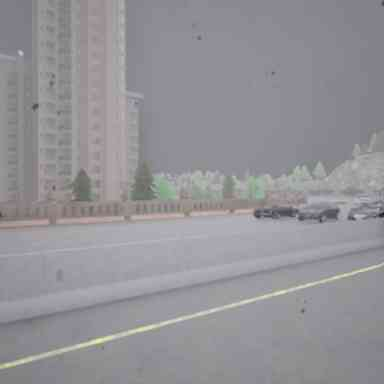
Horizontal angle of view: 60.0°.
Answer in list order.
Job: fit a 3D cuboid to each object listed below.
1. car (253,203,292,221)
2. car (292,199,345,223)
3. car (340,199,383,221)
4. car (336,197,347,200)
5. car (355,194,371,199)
[{"bbox_3d":[7.103,1.628,27.880,1.895,1.301,4.718,0,0,44],"label":"car"},{"bbox_3d":[9.984,1.531,25.889,1.837,1.490,4.892,0,0,44],"label":"car"},{"bbox_3d":[12.715,1.516,23.706,2.128,1.511,4.902,0,0,44],"label":"car"},{"bbox_3d":[28.292,1.704,63.328,1.882,1.535,5.008,0,0,18],"label":"car"},{"bbox_3d":[31.070,1.432,60.473,2.150,2.045,5.566,0,0,19],"label":"car"}]
